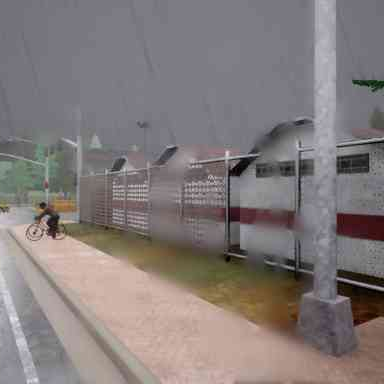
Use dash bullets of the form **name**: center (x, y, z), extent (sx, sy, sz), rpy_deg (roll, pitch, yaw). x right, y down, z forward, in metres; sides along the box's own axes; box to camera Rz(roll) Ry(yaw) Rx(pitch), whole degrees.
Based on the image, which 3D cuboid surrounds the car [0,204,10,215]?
- **car**: center (-20.420, 1.477, 32.159), extent (5.008, 1.535, 1.882), rpy_deg (0, 0, -35)

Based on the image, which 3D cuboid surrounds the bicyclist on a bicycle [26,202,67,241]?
- **bicyclist on a bicycle**: center (-6.278, 1.301, 14.363), extent (1.656, 1.620, 0.582), rpy_deg (0, 0, -14)

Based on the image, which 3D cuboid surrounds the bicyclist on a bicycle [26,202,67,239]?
- **bicyclist on a bicycle**: center (-6.794, 1.302, 15.583), extent (1.656, 1.620, 0.582), rpy_deg (0, 0, -39)

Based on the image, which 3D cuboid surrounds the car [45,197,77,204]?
- **car**: center (-19.508, 1.505, 50.096), extent (4.892, 1.490, 1.837), rpy_deg (0, 0, -35)
